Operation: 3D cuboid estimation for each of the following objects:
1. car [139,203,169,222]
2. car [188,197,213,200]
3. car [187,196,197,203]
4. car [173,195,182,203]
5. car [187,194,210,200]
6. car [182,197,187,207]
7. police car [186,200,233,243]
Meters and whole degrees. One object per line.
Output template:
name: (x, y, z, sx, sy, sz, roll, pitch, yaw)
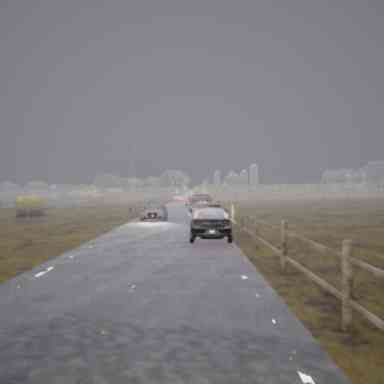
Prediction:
car: (-2.857, 1.530, 26.008, 1.994, 1.385, 4.181, 0, 0, 0)
car: (0.816, 1.422, 26.224, 1.801, 1.575, 5.366, 0, 0, 0)
car: (-0.022, 1.457, 66.282, 1.812, 1.442, 4.674, 0, 0, 0)
car: (-2.776, 1.404, 67.304, 1.882, 1.535, 5.008, 0, 0, 0)
car: (0.814, 1.185, 32.064, 2.150, 2.045, 5.566, 0, 0, 0)
car: (-0.017, 1.298, 51.273, 2.097, 1.767, 4.553, 0, 0, 0)
police car: (0.819, 1.402, 16.143, 1.930, 1.638, 5.238, 0, 0, 0)
